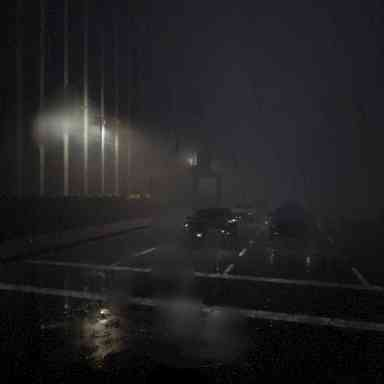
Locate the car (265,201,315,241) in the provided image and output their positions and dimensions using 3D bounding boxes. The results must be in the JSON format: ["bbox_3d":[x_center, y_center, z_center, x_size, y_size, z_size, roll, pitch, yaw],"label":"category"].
[{"bbox_3d":[5.053,1.478,17.144,1.882,1.535,5.008,0,0,17],"label":"car"}]

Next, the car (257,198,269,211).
[{"bbox_3d":[7.971,1.477,38.773,1.882,1.535,5.008,0,0,17],"label":"car"}]

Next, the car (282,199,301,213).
[{"bbox_3d":[11.436,1.563,38.134,1.994,1.385,4.181,0,0,17],"label":"car"}]

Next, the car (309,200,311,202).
[{"bbox_3d":[19.154,1.601,51.294,1.895,1.301,4.718,0,0,17],"label":"car"}]

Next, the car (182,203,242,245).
[{"bbox_3d":[0.988,1.505,15.801,1.837,1.490,4.892,0,0,17],"label":"car"}]

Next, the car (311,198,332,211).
[{"bbox_3d":[16.244,1.525,41.508,1.812,1.442,4.674,0,0,18],"label":"car"}]

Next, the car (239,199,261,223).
[{"bbox_3d":[4.078,1.525,25.971,1.812,1.442,4.674,0,0,17],"label":"car"}]
